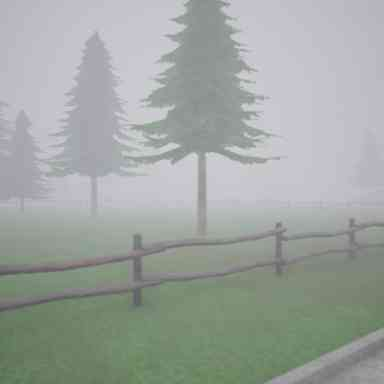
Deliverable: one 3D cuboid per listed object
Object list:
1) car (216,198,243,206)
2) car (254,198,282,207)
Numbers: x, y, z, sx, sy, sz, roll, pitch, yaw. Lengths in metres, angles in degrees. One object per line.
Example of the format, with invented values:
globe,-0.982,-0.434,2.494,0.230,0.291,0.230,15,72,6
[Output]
car,6.413,1.743,57.493,4.674,1.442,1.812,0,0,17
car,13.206,1.756,57.903,4.892,1.490,1.837,0,0,31
